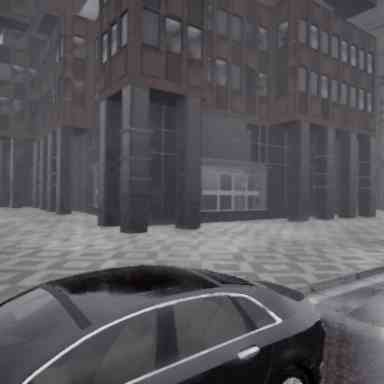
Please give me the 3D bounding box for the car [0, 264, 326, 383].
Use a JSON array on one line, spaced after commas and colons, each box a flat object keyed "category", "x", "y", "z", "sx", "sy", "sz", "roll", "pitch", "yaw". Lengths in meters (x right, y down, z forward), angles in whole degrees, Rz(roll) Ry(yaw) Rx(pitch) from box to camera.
[{"category": "car", "x": -0.797, "y": 1.512, "z": 2.820, "sx": 4.892, "sy": 1.490, "sz": 1.837, "roll": 1, "pitch": 0, "yaw": -37}]
